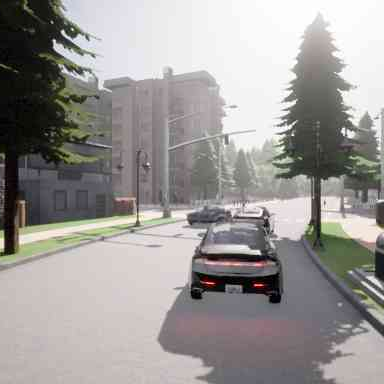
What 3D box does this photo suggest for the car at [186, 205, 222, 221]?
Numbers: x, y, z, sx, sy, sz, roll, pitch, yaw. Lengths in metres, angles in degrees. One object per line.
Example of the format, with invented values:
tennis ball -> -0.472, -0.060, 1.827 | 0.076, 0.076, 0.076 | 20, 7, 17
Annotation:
car -> 1.246, 1.601, 23.081 | 1.895, 1.301, 4.718 | 0, 0, 21

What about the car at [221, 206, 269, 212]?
car -> 3.231, 1.491, 17.375 | 2.128, 1.511, 4.902 | 0, 0, 18

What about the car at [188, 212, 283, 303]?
car -> 1.105, 1.492, 8.268 | 2.128, 1.511, 4.902 | 0, 0, 9
